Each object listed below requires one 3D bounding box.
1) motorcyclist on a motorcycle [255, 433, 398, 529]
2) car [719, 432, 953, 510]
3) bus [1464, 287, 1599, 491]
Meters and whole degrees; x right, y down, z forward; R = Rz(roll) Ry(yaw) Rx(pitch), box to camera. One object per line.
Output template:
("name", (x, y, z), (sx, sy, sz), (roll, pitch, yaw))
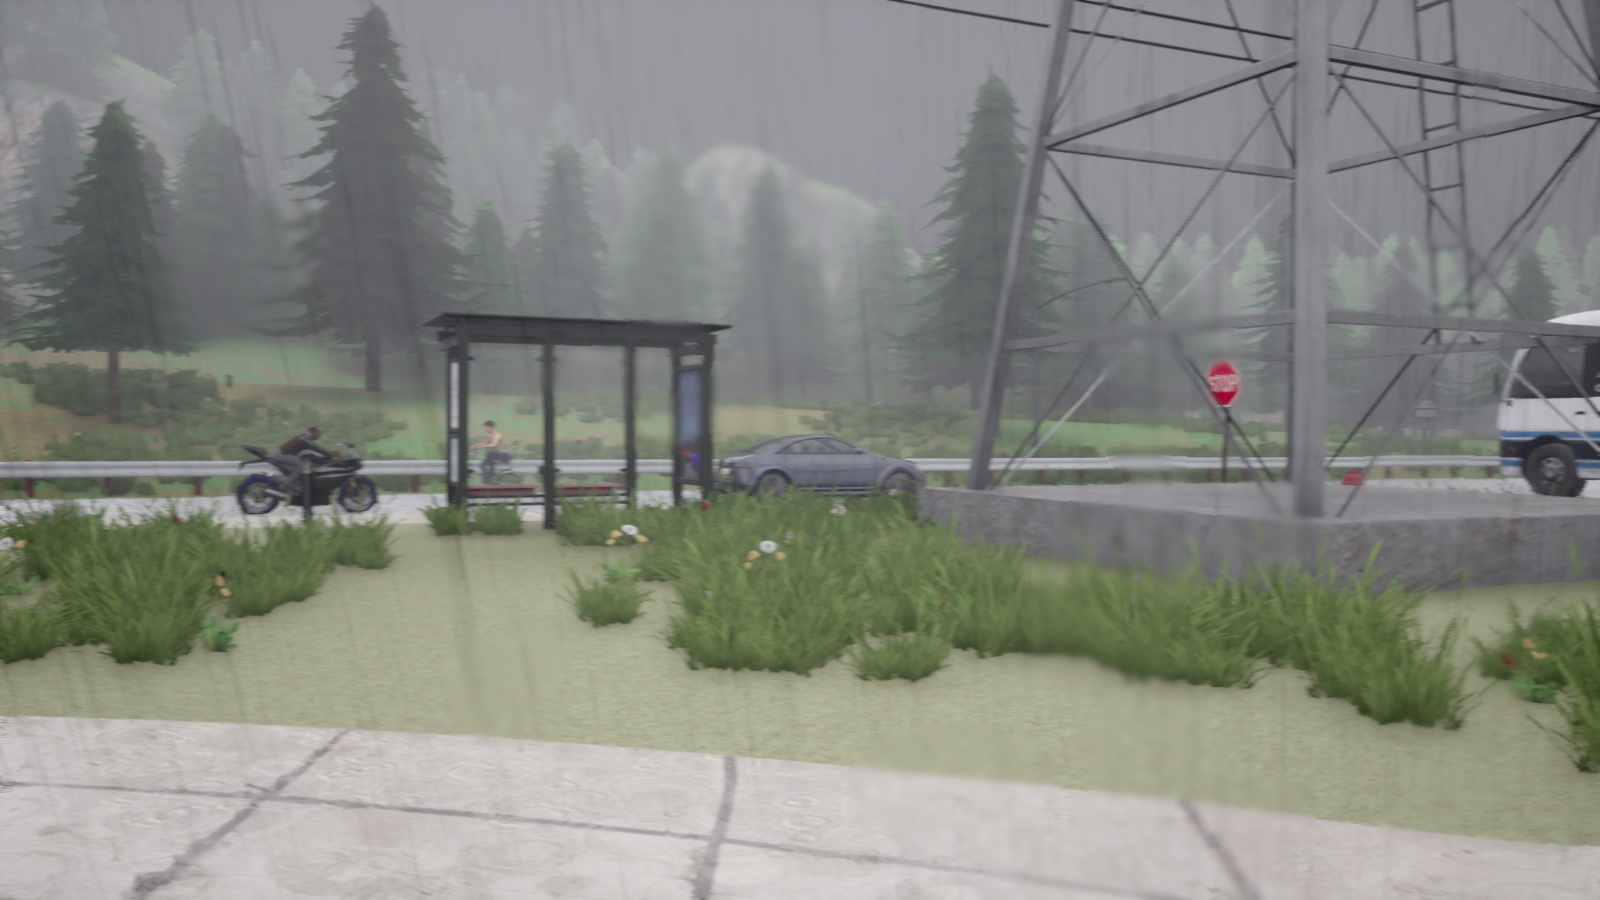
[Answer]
("motorcyclist on a motorcycle", (-7.975, 0.493, 21.155), (2.191, 1.530, 0.866), (-1, 1, -24))
("car", (0.711, 0.365, 24.956), (4.181, 1.385, 1.994), (-1, 1, -23))
("bus", (19.155, -1.276, 25.142), (3.944, 4.253, 10.273), (-1, 1, -21))
